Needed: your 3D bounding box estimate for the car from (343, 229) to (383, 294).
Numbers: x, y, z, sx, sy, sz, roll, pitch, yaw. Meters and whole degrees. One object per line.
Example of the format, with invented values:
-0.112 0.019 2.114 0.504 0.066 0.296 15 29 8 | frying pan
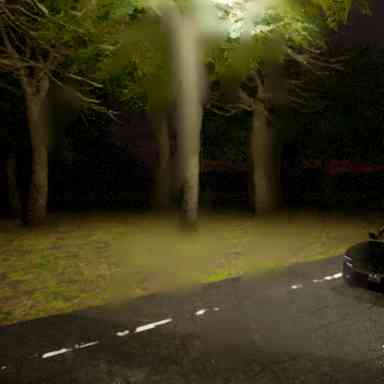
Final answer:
5.611 1.418 7.987 5.008 1.535 1.882 0 0 -35 | car
